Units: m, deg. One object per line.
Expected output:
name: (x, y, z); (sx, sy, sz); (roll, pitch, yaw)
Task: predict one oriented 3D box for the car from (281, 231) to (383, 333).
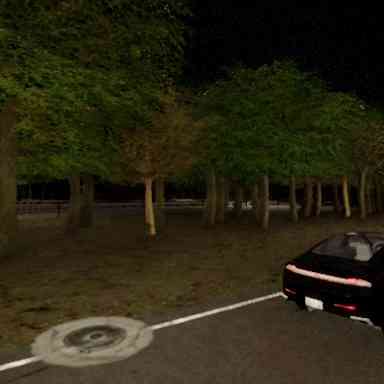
car: (3.860, 1.557, 6.686); (4.902, 1.511, 2.128); (1, 0, -37)
